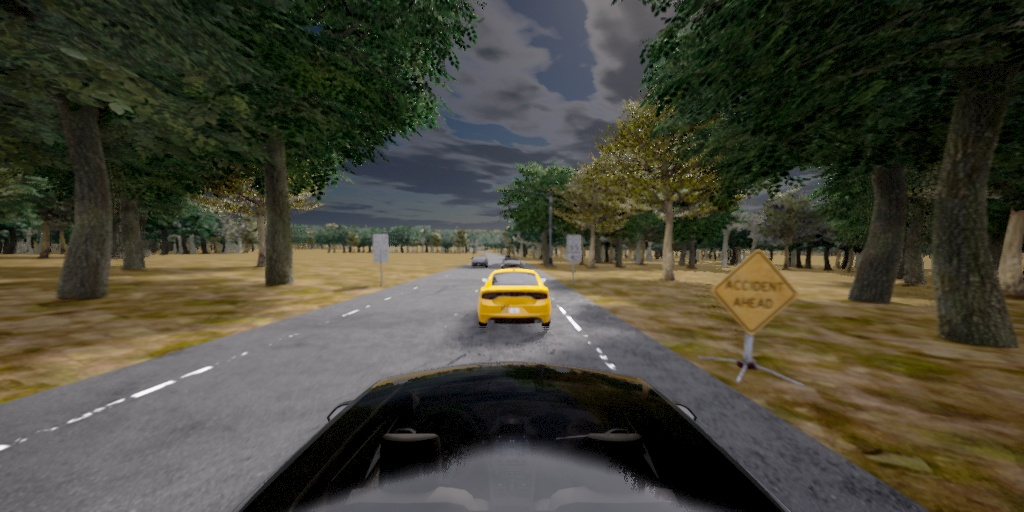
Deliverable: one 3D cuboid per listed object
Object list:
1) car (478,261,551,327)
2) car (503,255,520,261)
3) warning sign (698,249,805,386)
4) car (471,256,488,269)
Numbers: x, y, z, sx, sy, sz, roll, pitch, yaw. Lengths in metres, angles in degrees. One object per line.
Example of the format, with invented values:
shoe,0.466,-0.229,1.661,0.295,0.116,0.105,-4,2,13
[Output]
car,0.061,1.104,10.996,1.882,1.535,5.008,0,1,0
car,-0.037,0.914,27.677,1.837,1.490,4.892,0,1,0
warning sign,3.548,0.815,5.434,1.300,1.860,1.060,0,0,0
car,-3.895,0.697,43.934,1.882,1.535,5.008,0,1,-1
